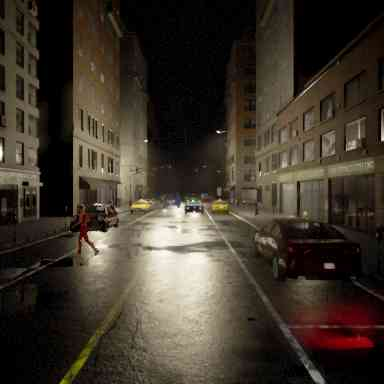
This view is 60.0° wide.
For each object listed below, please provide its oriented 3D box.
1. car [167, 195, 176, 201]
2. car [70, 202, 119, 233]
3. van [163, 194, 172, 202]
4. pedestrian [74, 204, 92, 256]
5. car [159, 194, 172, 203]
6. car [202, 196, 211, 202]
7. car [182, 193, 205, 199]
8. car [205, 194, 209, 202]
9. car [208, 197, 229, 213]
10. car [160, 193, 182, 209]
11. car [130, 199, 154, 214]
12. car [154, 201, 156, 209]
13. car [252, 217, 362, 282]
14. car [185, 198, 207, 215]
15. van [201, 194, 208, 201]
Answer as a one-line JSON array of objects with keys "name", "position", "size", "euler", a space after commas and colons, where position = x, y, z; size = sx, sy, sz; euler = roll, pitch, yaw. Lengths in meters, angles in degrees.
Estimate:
[{"name": "car", "position": [-5.302, 1.464, 84.824], "size": [1.967, 1.590, 4.097], "euler": [0, 0, 0]}, {"name": "car", "position": [-5.587, 1.438, 19.444], "size": [1.967, 1.590, 4.097], "euler": [0, 0, 0]}, {"name": "van", "position": [-5.350, 1.358, 73.821], "size": [1.690, 1.788, 3.998], "euler": [0, 0, 0]}, {"name": "pedestrian", "position": [-3.817, 1.294, 11.634], "size": [0.375, 1.860, 0.375], "euler": [0, 0, -10]}, {"name": "car", "position": [-5.374, 1.328, 68.320], "size": [2.192, 1.841, 5.009], "euler": [0, 0, 0]}, {"name": "car", "position": [3.176, 1.583, 73.784], "size": [1.947, 1.339, 4.313], "euler": [0, 0, 0]}, {"name": "car", "position": [0.190, 1.223, 43.991], "size": [2.150, 2.045, 5.566], "euler": [0, 0, 0]}, {"name": "car", "position": [3.152, 1.558, 68.282], "size": [1.887, 1.381, 4.507], "euler": [0, 0, 0]}, {"name": "car", "position": [3.012, 1.524, 36.153], "size": [1.752, 1.417, 4.829], "euler": [0, 0, 0]}, {"name": "car", "position": [-2.798, 1.209, 46.952], "size": [2.150, 2.045, 5.566], "euler": [0, 0, 0]}, {"name": "car", "position": [-5.515, 1.524, 35.851], "size": [1.752, 1.417, 4.829], "euler": [0, 0, 0]}, {"name": "car", "position": [-5.490, 1.551, 41.546], "size": [2.008, 1.369, 4.403], "euler": [0, 0, 0]}, {"name": "car", "position": [3.041, 1.477, 9.811], "size": [1.882, 1.535, 5.008], "euler": [0, 0, 0]}, {"name": "car", "position": [0.229, 1.599, 34.050], "size": [1.895, 1.301, 4.718], "euler": [0, 0, 0]}, {"name": "van", "position": [3.223, 1.365, 84.787], "size": [1.690, 1.788, 3.998], "euler": [0, 0, 0]}]
